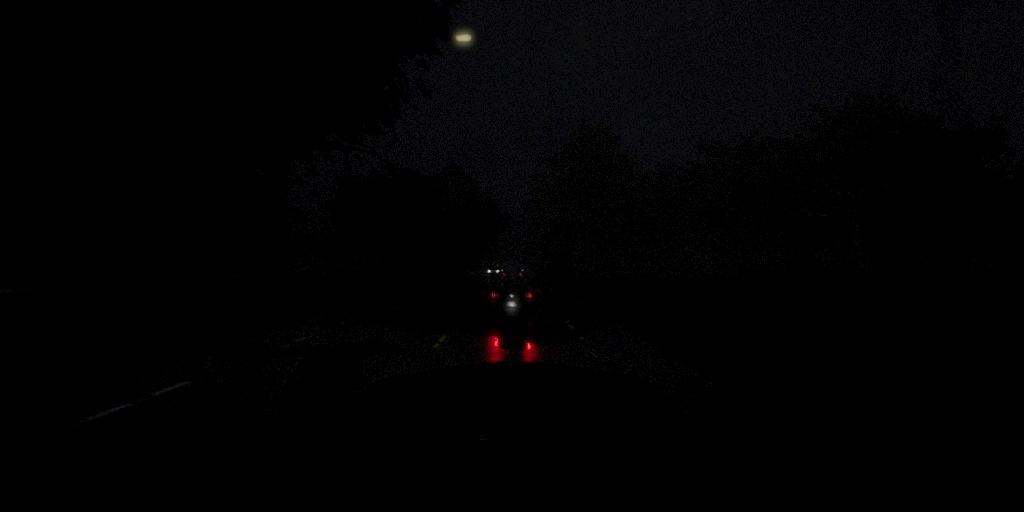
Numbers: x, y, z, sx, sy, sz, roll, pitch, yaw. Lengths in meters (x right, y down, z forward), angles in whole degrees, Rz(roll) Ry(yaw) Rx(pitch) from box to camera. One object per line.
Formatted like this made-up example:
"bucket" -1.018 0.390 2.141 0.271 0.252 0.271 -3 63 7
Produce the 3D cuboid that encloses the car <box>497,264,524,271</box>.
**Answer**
"car" 0.032 1.596 30.255 1.994 1.385 4.181 0 0 1

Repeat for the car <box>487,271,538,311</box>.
"car" 0.025 1.489 15.140 1.895 1.301 4.718 0 -1 0
